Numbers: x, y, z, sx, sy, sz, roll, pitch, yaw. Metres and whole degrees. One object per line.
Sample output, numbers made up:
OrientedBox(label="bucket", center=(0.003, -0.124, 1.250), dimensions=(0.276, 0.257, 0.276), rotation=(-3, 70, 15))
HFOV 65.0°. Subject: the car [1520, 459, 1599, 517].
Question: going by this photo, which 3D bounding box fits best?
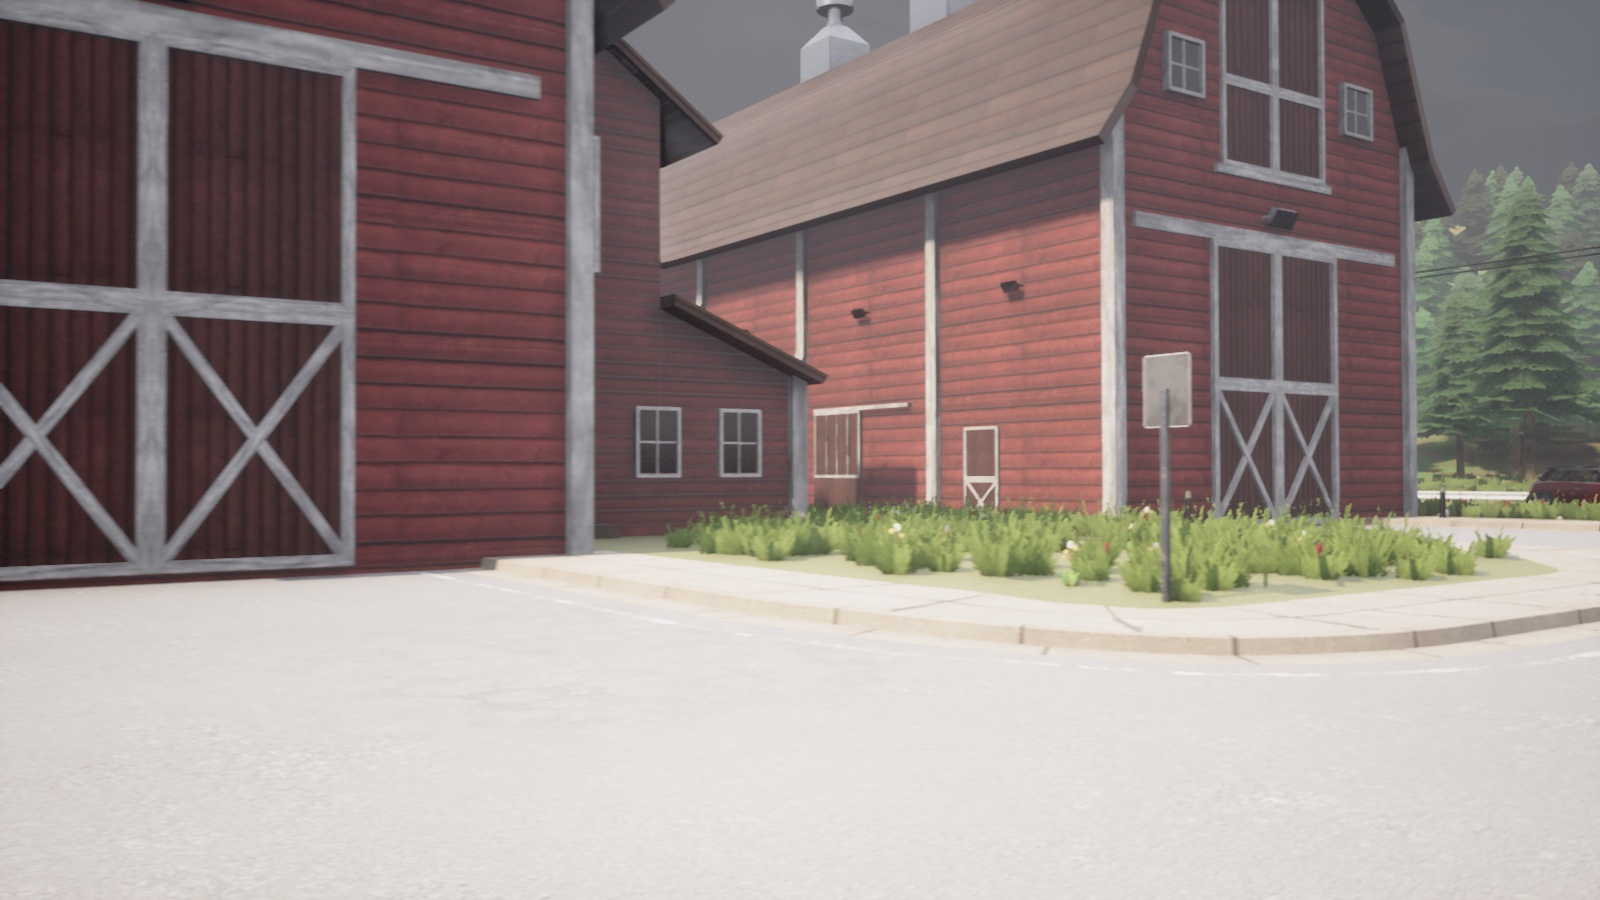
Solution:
OrientedBox(label="car", center=(25.107, 1.150, 38.737), dimensions=(2.097, 1.767, 4.553), rotation=(0, -1, -34))
